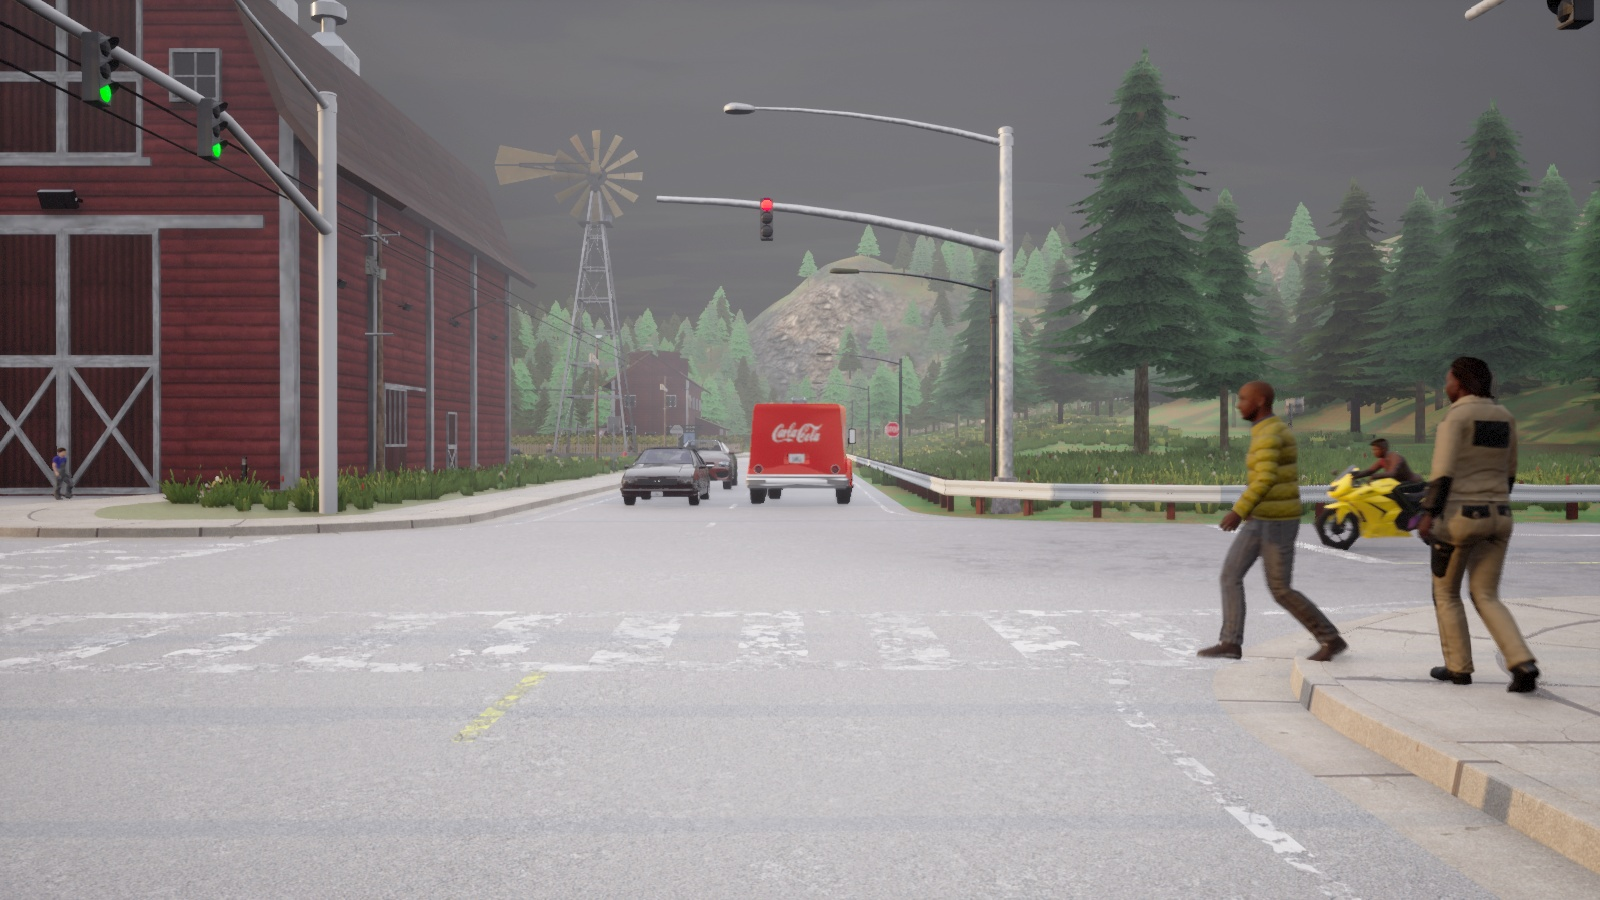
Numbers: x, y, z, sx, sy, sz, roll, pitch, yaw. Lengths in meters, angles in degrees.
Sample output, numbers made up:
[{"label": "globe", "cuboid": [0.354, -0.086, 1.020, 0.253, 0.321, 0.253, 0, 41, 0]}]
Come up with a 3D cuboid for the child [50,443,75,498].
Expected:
[{"label": "child", "cuboid": [-17.147, 0.465, 29.185, 0.437, 1.263, 0.270, 0, 0, 15]}]

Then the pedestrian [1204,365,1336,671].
[{"label": "pedestrian", "cuboid": [2.909, 0.409, 7.810, 0.726, 1.835, 0.370, 0, 0, 14]}]

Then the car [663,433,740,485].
[{"label": "car", "cuboid": [-3.251, 0.283, 42.350, 2.152, 1.651, 5.027, 0, 0, 0]}]

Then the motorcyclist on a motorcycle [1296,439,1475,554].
[{"label": "motorcyclist on a motorcycle", "cuboid": [7.894, 0.612, 16.999, 2.044, 1.523, 0.797, 0, 0, -1]}]

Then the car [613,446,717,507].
[{"label": "car", "cuboid": [-3.308, 0.611, 31.870, 2.033, 1.411, 5.357, 0, 0, 0]}]

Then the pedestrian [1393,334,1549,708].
[{"label": "pedestrian", "cuboid": [3.643, 0.366, 6.856, 0.396, 1.930, 0.692, 0, 0, -11]}]

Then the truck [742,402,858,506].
[{"label": "truck", "cuboid": [0.120, 0.077, 32.334, 2.627, 2.467, 5.204, 0, 0, 4]}]
